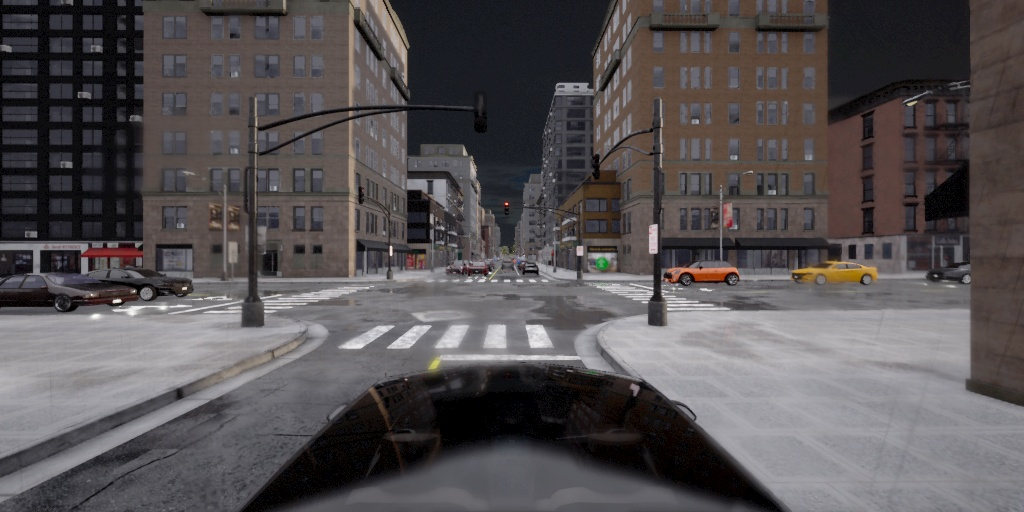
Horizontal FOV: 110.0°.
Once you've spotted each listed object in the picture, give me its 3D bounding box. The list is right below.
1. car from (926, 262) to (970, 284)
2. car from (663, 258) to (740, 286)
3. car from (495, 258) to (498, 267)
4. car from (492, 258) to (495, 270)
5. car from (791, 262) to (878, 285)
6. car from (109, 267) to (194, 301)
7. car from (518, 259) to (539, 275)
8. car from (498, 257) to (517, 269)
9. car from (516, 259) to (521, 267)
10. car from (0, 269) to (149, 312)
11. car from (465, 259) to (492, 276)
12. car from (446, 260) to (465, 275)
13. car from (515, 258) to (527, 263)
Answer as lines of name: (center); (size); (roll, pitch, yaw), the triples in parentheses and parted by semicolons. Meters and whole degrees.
car: (31.345, 1.129, 24.475); (4.892, 1.490, 1.837); (0, 0, -1)
car: (12.677, 1.054, 24.230); (4.553, 1.767, 2.097); (0, 0, -1)
car: (-3.637, 1.424, 57.479); (1.895, 1.301, 4.718); (0, 0, 0)
car: (-3.564, 1.308, 47.340); (1.837, 1.490, 4.892); (0, 0, 0)
car: (21.780, 1.142, 24.353); (5.008, 1.535, 1.882); (0, 0, -1)
car: (-18.162, 1.290, 17.121); (5.008, 1.535, 1.882); (0, 0, -1)
car: (1.984, 1.355, 39.615); (1.948, 1.339, 4.313); (0, 0, 0)
car: (-0.696, 1.313, 56.991); (2.128, 1.511, 4.902); (0, 0, 0)
car: (1.894, 1.391, 50.637); (1.802, 1.307, 4.207); (0, 0, 0)
car: (-17.809, 1.352, 13.903); (5.357, 1.411, 2.033); (0, 0, 3)
car: (-3.489, 1.264, 37.746); (1.882, 1.535, 5.008); (0, 0, 0)
car: (-6.041, 1.229, 39.550); (1.967, 1.591, 4.097); (0, 0, 0)
car: (1.849, 1.386, 56.147); (1.948, 1.339, 4.313); (0, 0, 0)
